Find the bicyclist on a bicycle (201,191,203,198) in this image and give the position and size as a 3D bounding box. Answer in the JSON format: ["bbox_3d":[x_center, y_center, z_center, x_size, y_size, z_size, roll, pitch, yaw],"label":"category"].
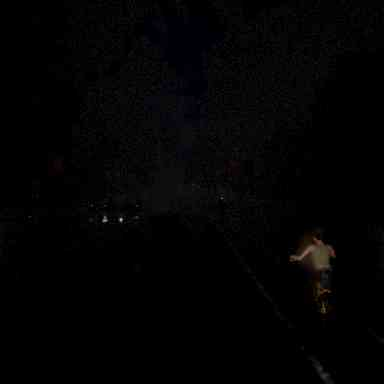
[{"bbox_3d":[2.266,0.728,74.479,0.659,1.776,1.843,0,1,0],"label":"bicyclist on a bicycle"}]

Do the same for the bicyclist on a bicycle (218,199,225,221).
[{"bbox_3d":[2.252,1.390,25.255,0.582,1.620,1.656,0,0,0],"label":"bicyclist on a bicycle"}]

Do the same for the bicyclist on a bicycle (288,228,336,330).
[{"bbox_3d":[2.194,1.433,5.904,0.866,1.612,1.509,0,0,0],"label":"bicyclist on a bicycle"}]

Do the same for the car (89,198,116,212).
[{"bbox_3d":[-9.743,1.433,36.657,1.812,1.442,4.674,0,0,0],"label":"car"}]

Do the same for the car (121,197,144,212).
[{"bbox_3d":[-6.493,1.378,36.656,1.882,1.535,5.008,0,0,0],"label":"car"}]
